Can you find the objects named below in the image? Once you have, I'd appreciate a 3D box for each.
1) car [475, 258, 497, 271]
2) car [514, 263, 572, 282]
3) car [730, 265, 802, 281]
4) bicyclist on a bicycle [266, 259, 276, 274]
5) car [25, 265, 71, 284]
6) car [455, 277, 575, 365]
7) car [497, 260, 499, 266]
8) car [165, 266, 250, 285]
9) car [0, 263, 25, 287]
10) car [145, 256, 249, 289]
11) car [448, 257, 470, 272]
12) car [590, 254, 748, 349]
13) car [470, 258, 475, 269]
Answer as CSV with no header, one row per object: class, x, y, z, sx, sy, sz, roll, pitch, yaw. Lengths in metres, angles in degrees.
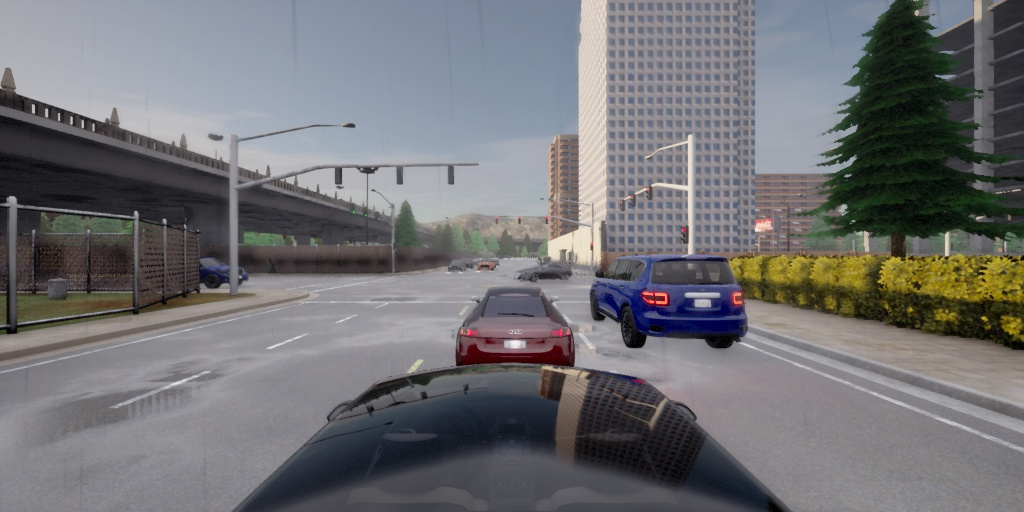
car,-3.581,1.102,49.836,2.097,1.767,4.553,0,0,0
car,2.409,1.272,27.652,4.902,1.511,2.128,0,0,-33
car,21.492,1.406,30.471,4.718,1.301,1.895,0,0,0
bicyclist on a bicycle,-25.293,1.106,37.661,0.582,1.620,1.656,0,0,0
car,-36.367,1.352,26.658,5.357,1.411,2.033,0,0,0
car,0.064,1.314,7.465,1.994,1.385,4.181,0,0,0
car,-3.576,1.241,58.908,2.128,1.511,4.902,0,0,0
car,-22.574,1.406,26.684,4.718,1.301,1.895,0,0,0
car,-35.711,1.353,23.159,5.357,1.411,2.033,0,0,0
car,-20.320,1.028,23.188,5.566,2.045,2.150,0,0,0
car,-7.088,1.254,46.694,1.837,1.490,4.892,0,0,0
car,3.570,0.971,9.331,2.150,2.045,5.566,0,0,1
car,-7.083,1.102,55.578,2.097,1.767,4.553,0,0,0
